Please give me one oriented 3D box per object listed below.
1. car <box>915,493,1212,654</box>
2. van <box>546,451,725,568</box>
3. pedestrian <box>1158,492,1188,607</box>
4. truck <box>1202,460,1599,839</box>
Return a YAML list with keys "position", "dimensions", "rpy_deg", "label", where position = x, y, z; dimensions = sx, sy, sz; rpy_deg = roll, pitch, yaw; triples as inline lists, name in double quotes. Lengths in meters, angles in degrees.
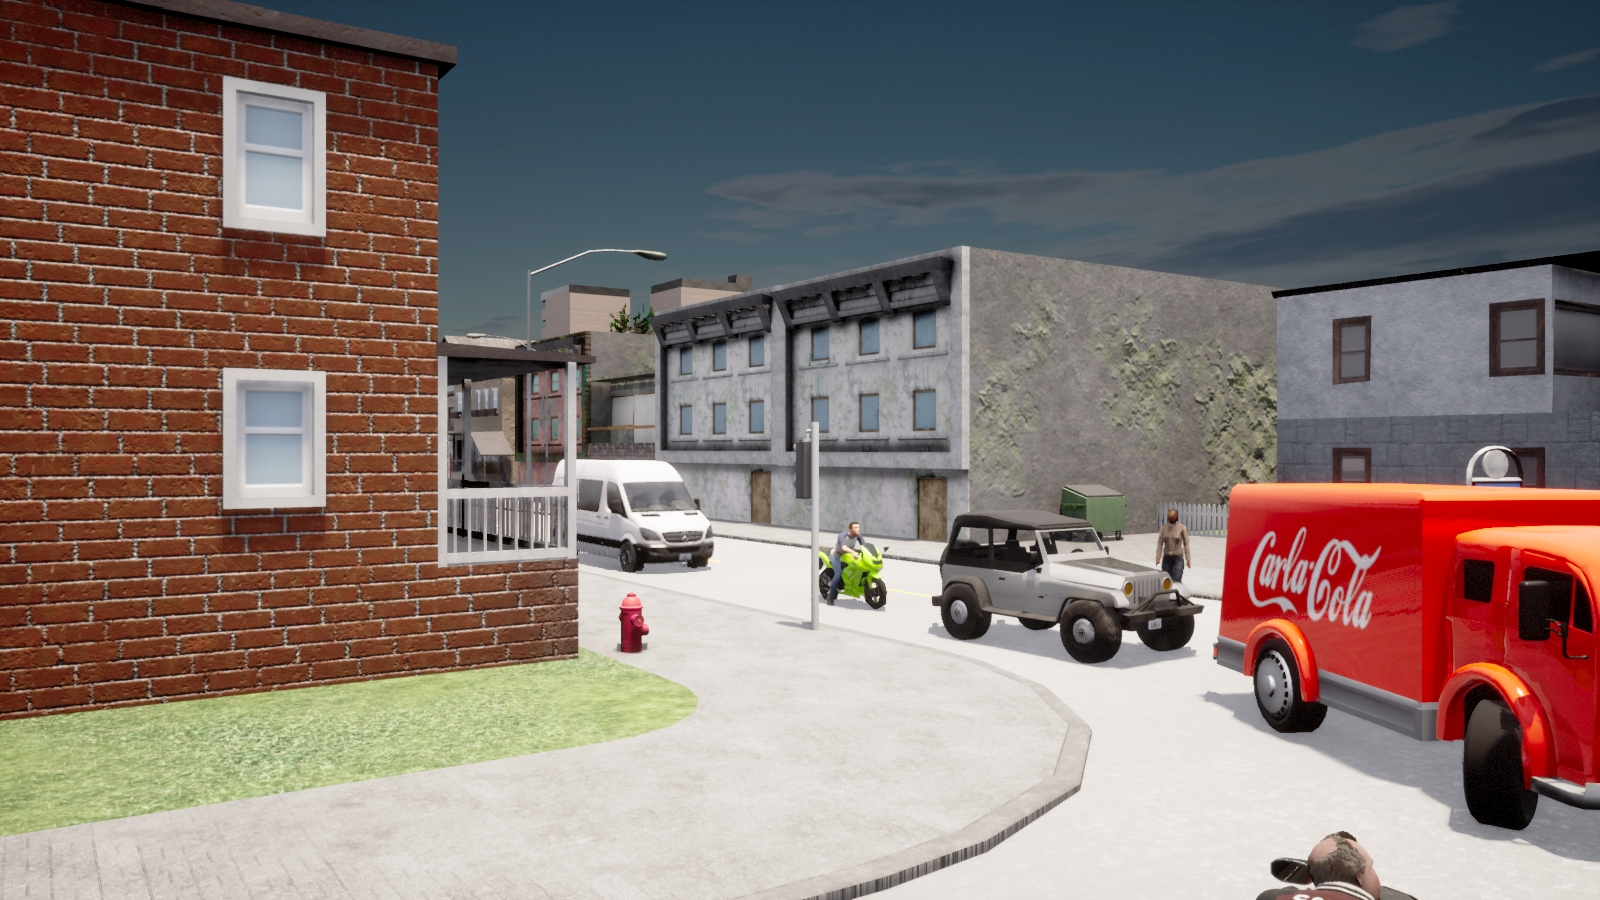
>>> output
- position: [3.680, 1.637, 16.521]
  dimensions: [1.905, 1.878, 3.866]
  rpy_deg: [0, 0, -36]
  label: "car"
- position: [-4.206, 1.314, 28.193]
  dimensions: [1.988, 2.561, 5.915]
  rpy_deg: [0, 0, -34]
  label: "van"
- position: [6.170, 1.628, 18.885]
  dimensions: [0.375, 1.860, 0.375]
  rpy_deg: [0, 0, 36]
  label: "pedestrian"
- position: [6.068, 1.348, 10.308]
  dimensions: [2.627, 2.467, 5.204]
  rpy_deg: [0, 0, -6]
  label: "truck"
